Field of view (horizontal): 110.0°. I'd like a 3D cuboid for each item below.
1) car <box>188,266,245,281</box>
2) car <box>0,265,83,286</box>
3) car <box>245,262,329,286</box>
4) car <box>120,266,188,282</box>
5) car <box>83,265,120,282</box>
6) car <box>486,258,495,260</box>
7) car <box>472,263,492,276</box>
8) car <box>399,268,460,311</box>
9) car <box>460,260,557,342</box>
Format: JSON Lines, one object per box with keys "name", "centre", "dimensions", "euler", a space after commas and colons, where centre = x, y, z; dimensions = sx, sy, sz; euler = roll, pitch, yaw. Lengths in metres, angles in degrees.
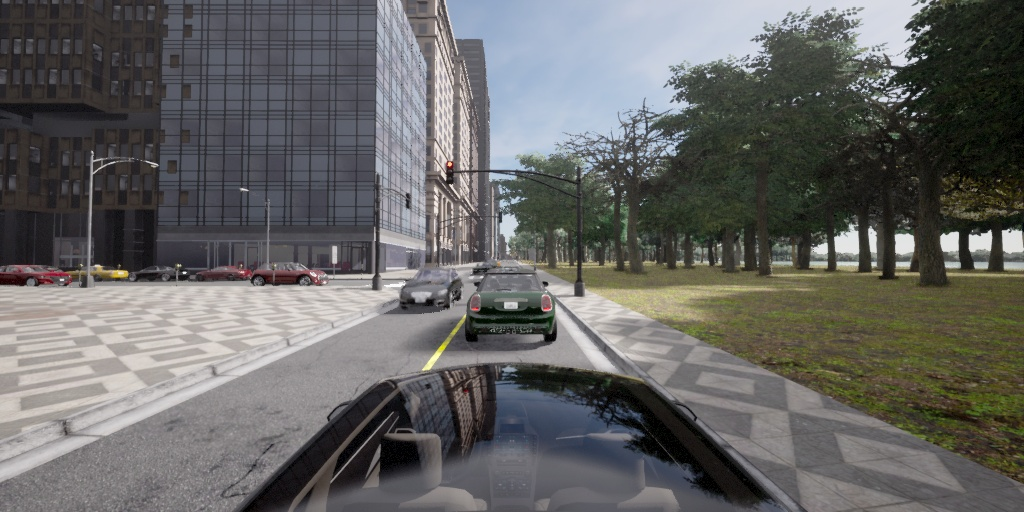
{"name": "car", "centre": [-24.589, 1.494, 30.663], "dimensions": [4.207, 1.307, 1.802], "euler": [0, 0, 0]}
{"name": "car", "centre": [-30.040, 1.235, 22.115], "dimensions": [4.507, 1.381, 1.888], "euler": [0, 0, 0]}
{"name": "car", "centre": [-13.609, 1.120, 22.194], "dimensions": [4.097, 1.591, 1.967], "euler": [0, 0, -1]}
{"name": "car", "centre": [-30.076, 1.481, 30.637], "dimensions": [4.313, 1.339, 1.948], "euler": [0, 0, 0]}
{"name": "car", "centre": [-35.733, 1.444, 30.609], "dimensions": [4.829, 1.417, 1.751], "euler": [0, 0, 0]}
{"name": "car", "centre": [-3.265, 1.229, 53.131], "dimensions": [2.097, 1.767, 4.553], "euler": [0, 0, 0]}
{"name": "car", "centre": [-3.223, 1.423, 39.298], "dimensions": [1.895, 1.301, 4.718], "euler": [0, 0, 0]}
{"name": "car", "centre": [-3.139, 1.254, 14.729], "dimensions": [2.128, 1.511, 4.902], "euler": [0, 0, 0]}
{"name": "car", "centre": [-0.014, 1.108, 9.994], "dimensions": [2.097, 1.767, 4.553], "euler": [0, 0, 0]}
